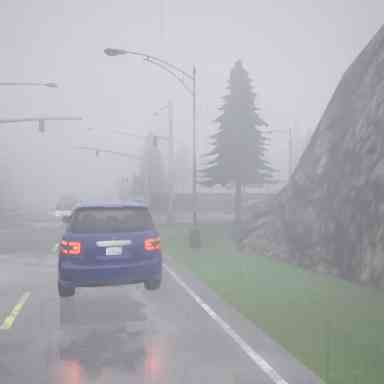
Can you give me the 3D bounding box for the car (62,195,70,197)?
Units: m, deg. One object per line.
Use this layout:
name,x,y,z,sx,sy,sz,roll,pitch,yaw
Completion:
car,-16.394,1.491,42.874,2.128,1.511,4.902,0,0,-17

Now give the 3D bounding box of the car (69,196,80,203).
car,-23.787,1.538,67.503,1.994,1.385,4.181,0,0,-17

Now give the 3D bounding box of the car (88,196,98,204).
car,-19.240,1.525,64.582,1.812,1.442,4.674,0,0,-17

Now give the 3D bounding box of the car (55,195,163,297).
car,-2.248,1.221,8.924,2.150,2.045,5.566,0,0,-16

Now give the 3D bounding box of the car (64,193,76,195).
car,-19.640,1.218,53.570,2.150,2.045,5.566,0,0,-17

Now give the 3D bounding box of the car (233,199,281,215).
car,6.511,1.505,33.284,4.892,1.490,1.837,0,0,-18
